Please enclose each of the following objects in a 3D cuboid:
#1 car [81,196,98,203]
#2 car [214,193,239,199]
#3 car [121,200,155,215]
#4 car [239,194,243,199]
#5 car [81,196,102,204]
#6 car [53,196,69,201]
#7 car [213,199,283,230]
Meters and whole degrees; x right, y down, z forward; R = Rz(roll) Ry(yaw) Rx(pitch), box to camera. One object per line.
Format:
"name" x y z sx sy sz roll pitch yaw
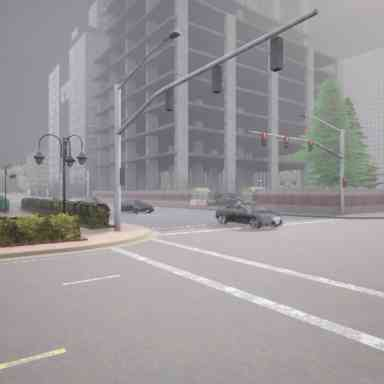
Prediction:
"car" -20.621 1.545 66.726 1.895 1.301 4.718 0 0 -36
"car" 5.043 1.114 53.485 1.905 1.878 3.866 0 0 -36
"car" -5.859 1.492 34.157 2.033 1.411 5.357 0 0 -36
"car" 7.433 1.114 55.200 1.905 1.878 3.866 0 0 -36
"car" -13.676 1.448 44.929 1.837 1.490 4.892 0 0 -36
"car" -22.798 1.472 57.642 2.128 1.511 4.902 0 0 -36
"car" 3.513 1.459 21.255 2.128 1.511 4.902 0 1 -36
